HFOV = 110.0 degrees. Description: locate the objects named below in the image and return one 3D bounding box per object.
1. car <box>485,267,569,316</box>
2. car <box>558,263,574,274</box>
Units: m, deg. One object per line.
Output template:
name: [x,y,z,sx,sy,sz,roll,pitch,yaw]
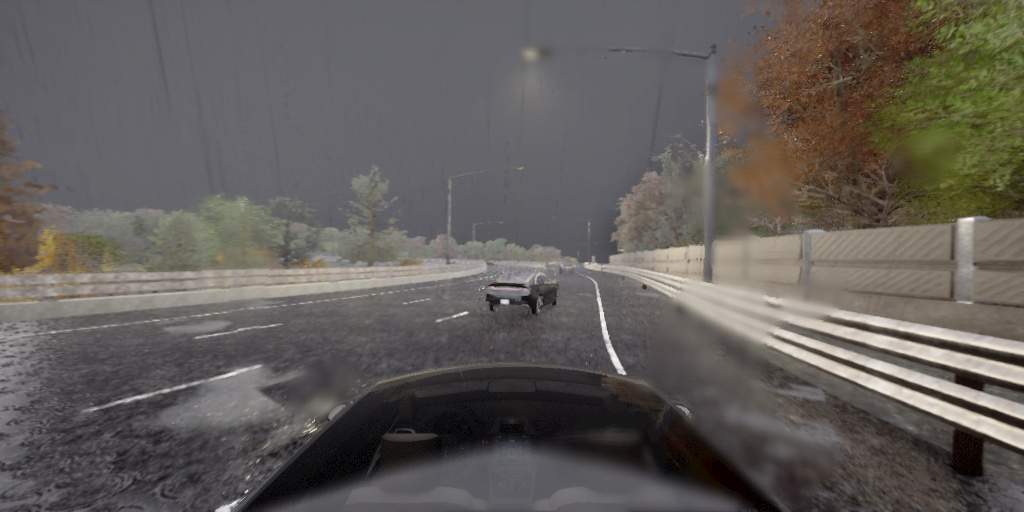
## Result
car: [0.586,1.334,14.105,2.128,1.511,4.902,1,0,20]
car: [7.415,1.700,49.782,2.128,1.511,4.902,1,0,1]
